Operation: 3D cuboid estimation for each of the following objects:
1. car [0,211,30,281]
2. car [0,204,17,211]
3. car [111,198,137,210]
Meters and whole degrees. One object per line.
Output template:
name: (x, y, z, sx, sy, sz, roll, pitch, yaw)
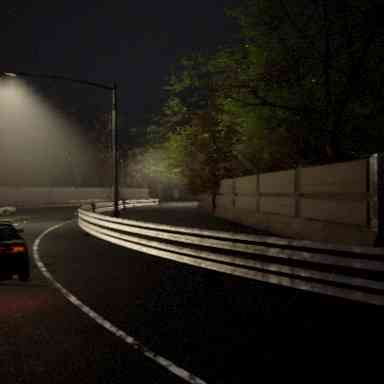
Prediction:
car: (-5.850, 1.548, 9.427, 1.882, 1.535, 5.008, -1, 0, -32)
car: (-21.277, 1.897, 34.990, 1.895, 1.301, 4.718, -1, 0, 43)
car: (-9.265, 1.610, 45.797, 1.882, 1.535, 5.008, -1, 0, 17)
